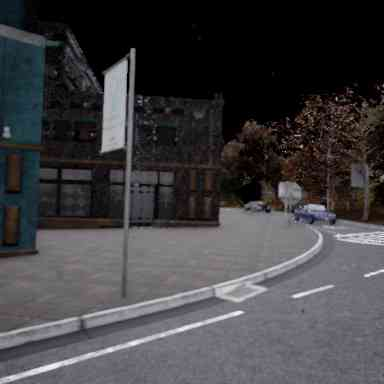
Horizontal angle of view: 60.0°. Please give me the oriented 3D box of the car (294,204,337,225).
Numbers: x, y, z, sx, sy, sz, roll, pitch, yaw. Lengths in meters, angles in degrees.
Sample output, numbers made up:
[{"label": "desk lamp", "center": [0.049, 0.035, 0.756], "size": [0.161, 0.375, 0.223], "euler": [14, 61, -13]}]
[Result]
[{"label": "car", "center": [9.433, 1.654, 25.823], "size": [1.812, 1.442, 4.674], "euler": [2, 0, -2]}]

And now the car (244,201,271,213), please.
[{"label": "car", "center": [7.712, 1.777, 39.472], "size": [1.994, 1.385, 4.181], "euler": [2, -1, -13]}]
